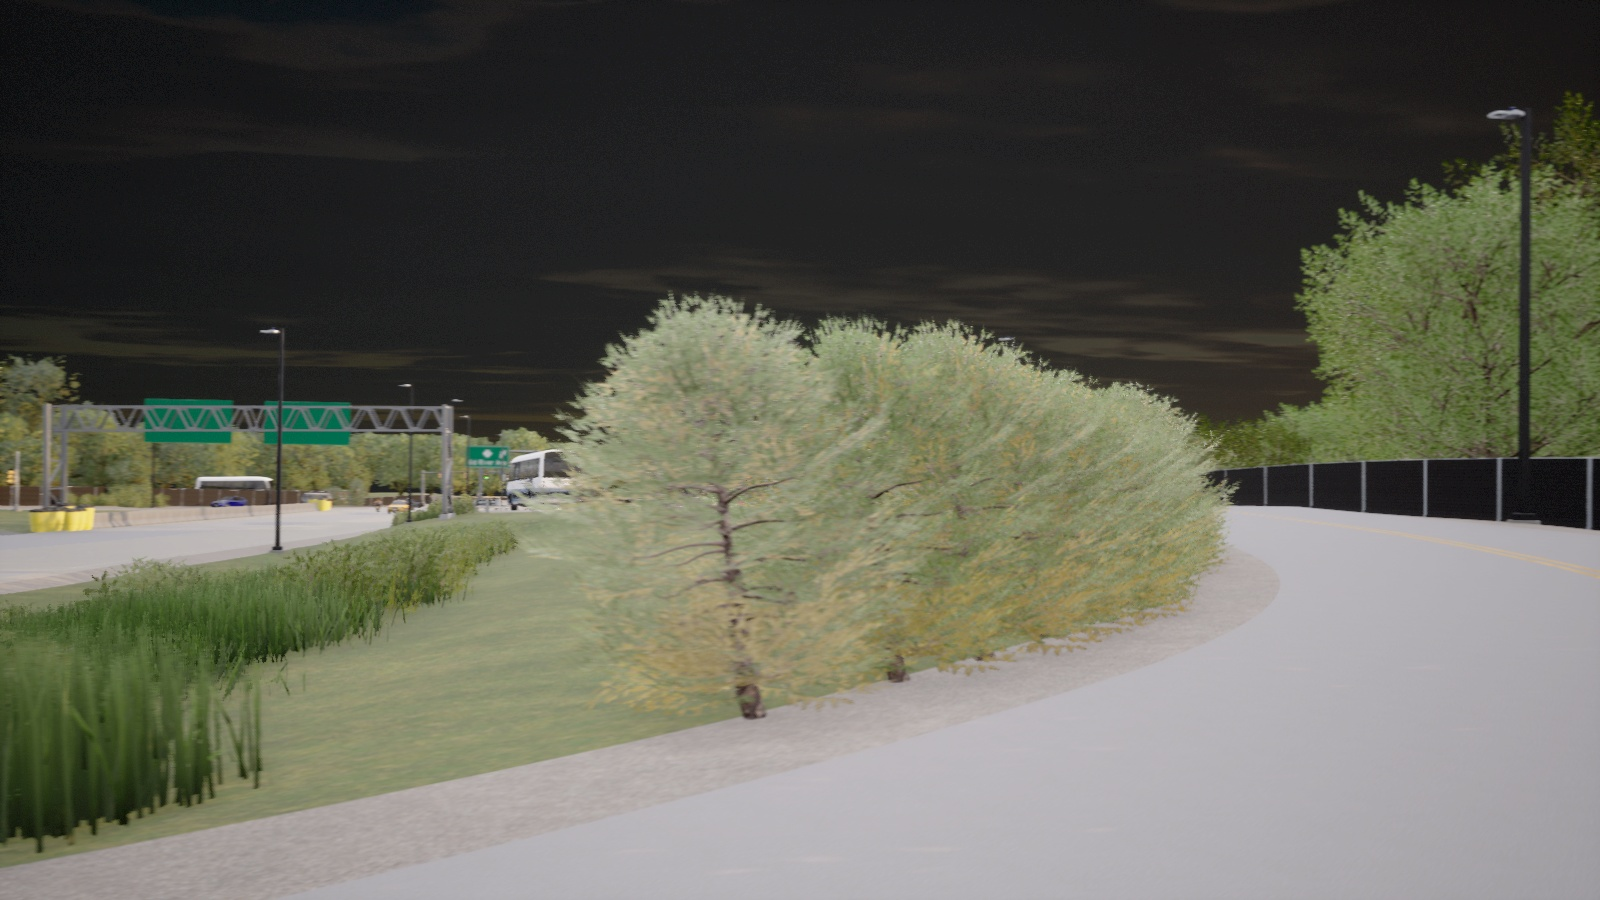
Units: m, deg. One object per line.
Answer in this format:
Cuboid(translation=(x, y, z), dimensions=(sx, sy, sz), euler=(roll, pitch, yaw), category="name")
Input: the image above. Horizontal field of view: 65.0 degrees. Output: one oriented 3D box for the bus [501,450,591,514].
Cuboid(translation=(-18.842, 2.488, 92.488), dimensions=(3.944, 4.253, 10.273), euler=(1, -4, -26), category="bus")
